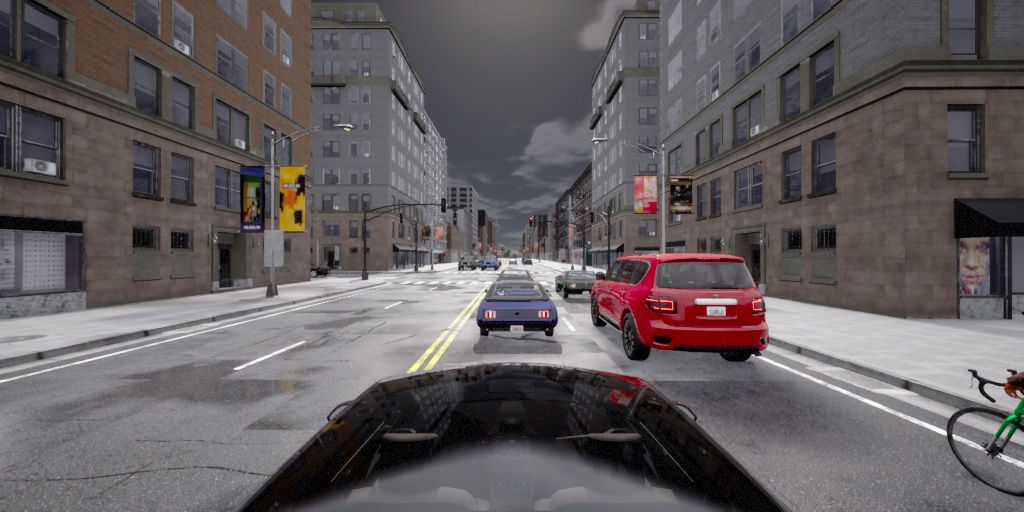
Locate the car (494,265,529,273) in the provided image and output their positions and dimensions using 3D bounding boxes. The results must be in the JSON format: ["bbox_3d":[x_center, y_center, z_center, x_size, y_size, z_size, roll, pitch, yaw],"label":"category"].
[{"bbox_3d":[0.157,1.354,19.434,1.895,1.301,4.718,0,0,0],"label":"car"}]

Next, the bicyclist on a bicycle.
[{"bbox_3d":[4.148,1.203,2.606,0.582,1.620,1.656,0,0,0],"label":"bicyclist on a bicycle"}]

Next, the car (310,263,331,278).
[{"bbox_3d":[-19.755,1.211,33.770,5.008,1.535,1.882,0,0,1],"label":"car"}]

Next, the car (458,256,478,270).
[{"bbox_3d":[-6.420,0.987,52.032,2.150,2.045,5.566,0,0,0],"label":"car"}]

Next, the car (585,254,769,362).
[{"bbox_3d":[3.345,0.972,8.405,2.150,2.045,5.566,0,0,2],"label":"car"}]

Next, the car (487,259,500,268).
[{"bbox_3d":[-3.121,1.294,61.251,1.812,1.442,4.674,0,0,1],"label":"car"}]

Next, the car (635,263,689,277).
[{"bbox_3d":[15.177,1.409,36.461,4.718,1.301,1.895,0,0,0],"label":"car"}]

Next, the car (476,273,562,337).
[{"bbox_3d":[0.127,1.352,10.329,1.895,1.301,4.718,0,0,0],"label":"car"}]

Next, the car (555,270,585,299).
[{"bbox_3d":[3.303,1.354,18.173,1.895,1.301,4.718,0,0,0],"label":"car"}]

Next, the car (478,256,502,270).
[{"bbox_3d":[-3.145,0.987,51.734,2.150,2.045,5.566,0,0,2],"label":"car"}]
